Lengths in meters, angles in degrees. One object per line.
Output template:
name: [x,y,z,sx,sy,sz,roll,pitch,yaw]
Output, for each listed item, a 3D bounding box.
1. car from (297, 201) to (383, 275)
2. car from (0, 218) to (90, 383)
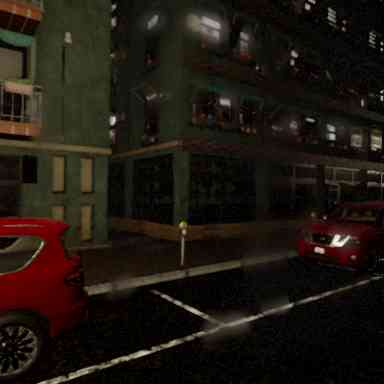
car: [5.511,1.244,10.485,5.009,1.841,2.192,0,2,-36]
car: [-3.755,1.320,3.852,5.009,1.841,2.192,0,1,-36]
